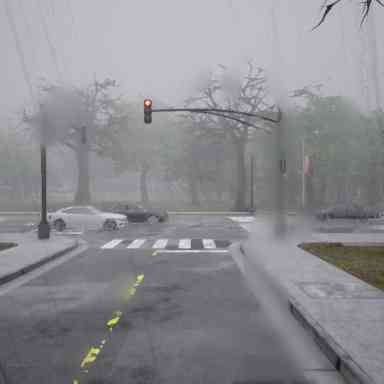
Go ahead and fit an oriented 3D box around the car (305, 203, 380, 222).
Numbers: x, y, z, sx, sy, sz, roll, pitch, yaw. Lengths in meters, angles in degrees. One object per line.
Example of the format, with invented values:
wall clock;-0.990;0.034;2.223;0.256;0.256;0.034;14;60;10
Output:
car;11.824;1.564;26.330;5.357;1.411;2.033;0;0;0

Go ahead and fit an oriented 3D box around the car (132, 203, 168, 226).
car;-4.083;1.506;22.883;4.892;1.490;1.837;0;0;0

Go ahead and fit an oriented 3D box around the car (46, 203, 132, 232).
car;-6.176;1.526;19.636;4.674;1.442;1.812;0;0;0
